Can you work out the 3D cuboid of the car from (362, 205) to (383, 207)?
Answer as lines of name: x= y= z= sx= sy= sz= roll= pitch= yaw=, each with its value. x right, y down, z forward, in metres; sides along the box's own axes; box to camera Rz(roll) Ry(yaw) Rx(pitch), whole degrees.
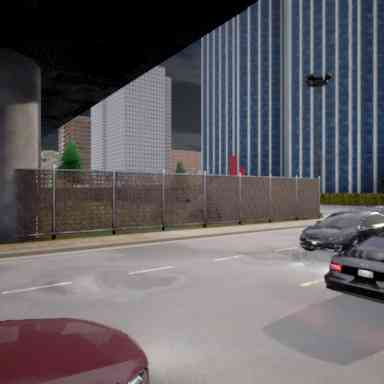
car: x=11.334 y=1.550 z=20.722 sx=5.357 sy=1.411 sz=2.033 roll=0 pitch=0 yaw=-36

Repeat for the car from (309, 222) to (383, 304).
car: x=5.224 y=1.548 z=7.573 sx=5.357 sy=1.411 sz=2.033 roll=0 pitch=0 yaw=-36

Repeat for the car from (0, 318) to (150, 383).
car: x=-2.480 y=1.526 z=2.054 sx=4.674 sy=1.442 sz=1.812 roll=0 pitch=0 yaw=-36

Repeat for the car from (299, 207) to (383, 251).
car: x=6.155 y=1.508 z=12.769 sx=4.892 sy=1.490 sz=1.837 roll=1 pitch=0 yaw=-35
